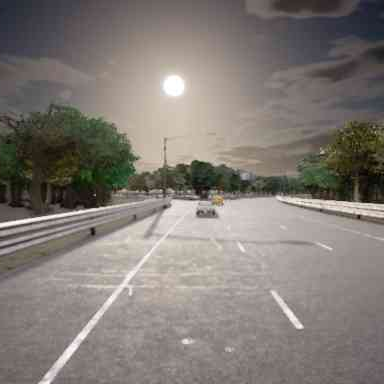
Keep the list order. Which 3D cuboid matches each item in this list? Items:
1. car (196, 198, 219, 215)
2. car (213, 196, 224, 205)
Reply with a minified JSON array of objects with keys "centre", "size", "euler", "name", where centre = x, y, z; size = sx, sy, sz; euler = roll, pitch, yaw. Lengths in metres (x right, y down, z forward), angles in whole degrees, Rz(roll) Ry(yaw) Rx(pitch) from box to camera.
[{"centre":[1.532,1.605,34.620],"size":[1.895,1.301,4.718],"euler":[0,0,5],"name":"car"},{"centre":[4.774,1.485,61.291],"size":[1.882,1.535,5.008],"euler":[0,0,9],"name":"car"}]
